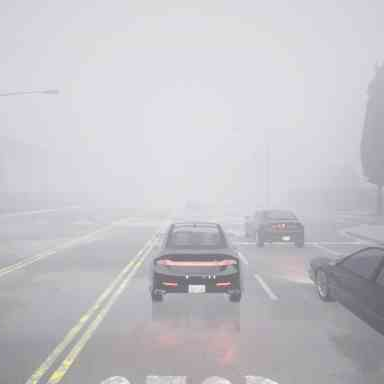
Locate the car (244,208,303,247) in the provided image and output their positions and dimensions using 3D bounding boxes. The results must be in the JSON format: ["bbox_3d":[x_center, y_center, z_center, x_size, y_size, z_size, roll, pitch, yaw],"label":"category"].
[{"bbox_3d":[3.562,1.505,14.989,1.837,1.490,4.892,0,0,0],"label":"car"}]

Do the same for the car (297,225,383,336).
[{"bbox_3d":[3.587,1.547,5.242,2.033,1.411,5.357,0,0,0],"label":"car"}]

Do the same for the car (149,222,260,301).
[{"bbox_3d":[0.080,1.492,8.287,2.128,1.511,4.902,0,0,0],"label":"car"}]

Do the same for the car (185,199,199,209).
[{"bbox_3d":[-0.008,1.601,44.106,1.895,1.301,4.718,0,0,0],"label":"car"}]
